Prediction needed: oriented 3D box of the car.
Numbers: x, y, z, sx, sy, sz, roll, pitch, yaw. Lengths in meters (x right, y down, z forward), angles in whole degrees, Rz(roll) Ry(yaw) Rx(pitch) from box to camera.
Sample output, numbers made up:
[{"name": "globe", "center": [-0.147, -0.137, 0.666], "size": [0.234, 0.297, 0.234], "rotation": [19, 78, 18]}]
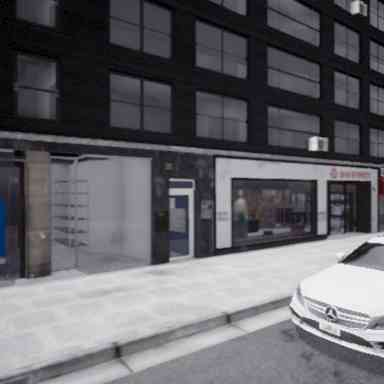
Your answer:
[{"name": "car", "center": [3.700, 1.510, 5.714], "size": [4.674, 1.442, 1.812], "rotation": [0, 0, -36]}]
